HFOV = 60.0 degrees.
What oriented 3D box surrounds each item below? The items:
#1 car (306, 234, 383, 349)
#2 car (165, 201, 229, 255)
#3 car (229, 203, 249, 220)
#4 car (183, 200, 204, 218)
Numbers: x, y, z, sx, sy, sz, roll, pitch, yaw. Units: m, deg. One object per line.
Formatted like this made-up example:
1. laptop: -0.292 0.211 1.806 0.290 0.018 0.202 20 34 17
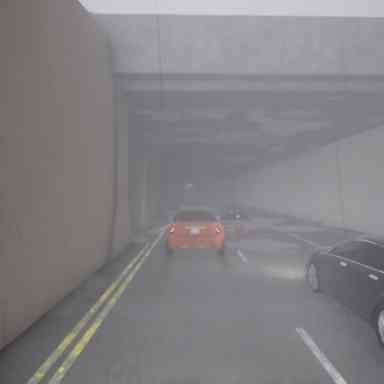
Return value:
1. car: 3.599 1.510 5.949 1.837 1.490 4.892 0 0 0
2. car: 0.103 1.363 13.524 2.097 1.767 4.553 0 0 0
3. car: 3.606 1.624 28.447 1.895 1.301 4.718 0 0 0
4. car: 0.093 1.551 31.055 1.812 1.442 4.674 0 0 0
